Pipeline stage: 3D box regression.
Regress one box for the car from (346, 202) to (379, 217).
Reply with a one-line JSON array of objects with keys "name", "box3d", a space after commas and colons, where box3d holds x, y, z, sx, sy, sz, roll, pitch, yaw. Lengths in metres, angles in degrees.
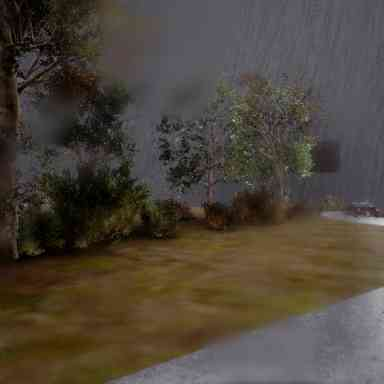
[{"name": "car", "box3d": [15.787, 1.614, 30.928, 1.895, 1.301, 4.718, 0, 0, 14]}]
